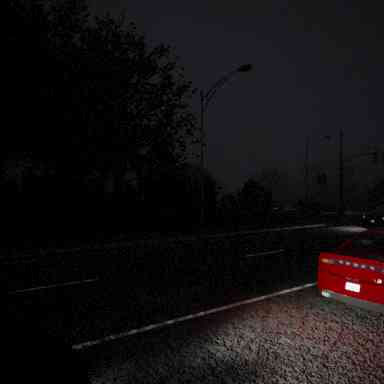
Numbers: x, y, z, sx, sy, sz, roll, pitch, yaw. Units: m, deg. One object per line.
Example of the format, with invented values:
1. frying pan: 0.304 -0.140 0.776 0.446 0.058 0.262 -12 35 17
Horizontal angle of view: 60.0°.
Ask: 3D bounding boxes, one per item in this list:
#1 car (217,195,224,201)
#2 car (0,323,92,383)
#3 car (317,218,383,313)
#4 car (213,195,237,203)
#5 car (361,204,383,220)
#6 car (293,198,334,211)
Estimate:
1. car: 3.913 1.454 56.641 1.812 1.442 4.674 0 1 -32
2. car: -2.980 1.492 1.628 4.902 1.511 2.128 0 0 -35
3. car: 4.771 1.478 7.128 5.008 1.535 1.882 0 0 -35
4. car: 6.548 1.342 65.965 2.128 1.511 4.902 0 1 -32
5. car: 12.995 1.525 21.792 4.674 1.442 1.812 0 0 -35
6. car: 14.463 1.478 39.831 1.882 1.535 5.008 0 0 -33
